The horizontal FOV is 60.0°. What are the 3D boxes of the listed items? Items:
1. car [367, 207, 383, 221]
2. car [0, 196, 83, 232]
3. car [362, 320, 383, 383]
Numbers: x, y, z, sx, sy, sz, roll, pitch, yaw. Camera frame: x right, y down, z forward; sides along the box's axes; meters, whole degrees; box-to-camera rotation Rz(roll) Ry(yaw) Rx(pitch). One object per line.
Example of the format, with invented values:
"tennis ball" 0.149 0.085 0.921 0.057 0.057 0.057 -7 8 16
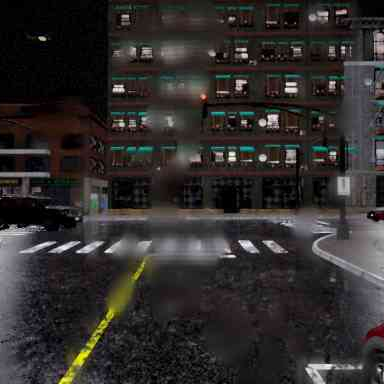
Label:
"car" 14.797 1.450 23.615 4.181 1.385 1.994 -1 -1 1
"car" -9.413 1.259 20.012 5.566 2.045 2.150 -1 -1 12
"car" 2.753 1.441 1.902 1.967 1.590 4.097 1 0 0
